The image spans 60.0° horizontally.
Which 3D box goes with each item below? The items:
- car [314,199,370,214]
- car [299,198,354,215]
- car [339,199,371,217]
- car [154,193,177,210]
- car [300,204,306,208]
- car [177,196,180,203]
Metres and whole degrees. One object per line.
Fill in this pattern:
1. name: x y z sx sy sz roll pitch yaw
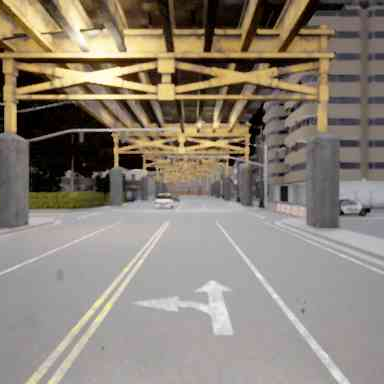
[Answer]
1. car: 13.309 1.235 29.507 4.536 1.218 1.853 0 0 -20
2. car: 13.587 1.383 33.648 4.974 1.542 2.038 0 0 25
3. car: 13.260 1.392 29.489 4.974 1.542 2.038 0 0 -20
4. car: -3.502 1.226 42.071 2.150 2.045 5.566 0 2 0
5. car: 13.634 1.225 33.626 4.536 1.218 1.853 0 0 25
6. car: -3.503 1.361 66.553 1.994 1.385 4.181 0 0 0
